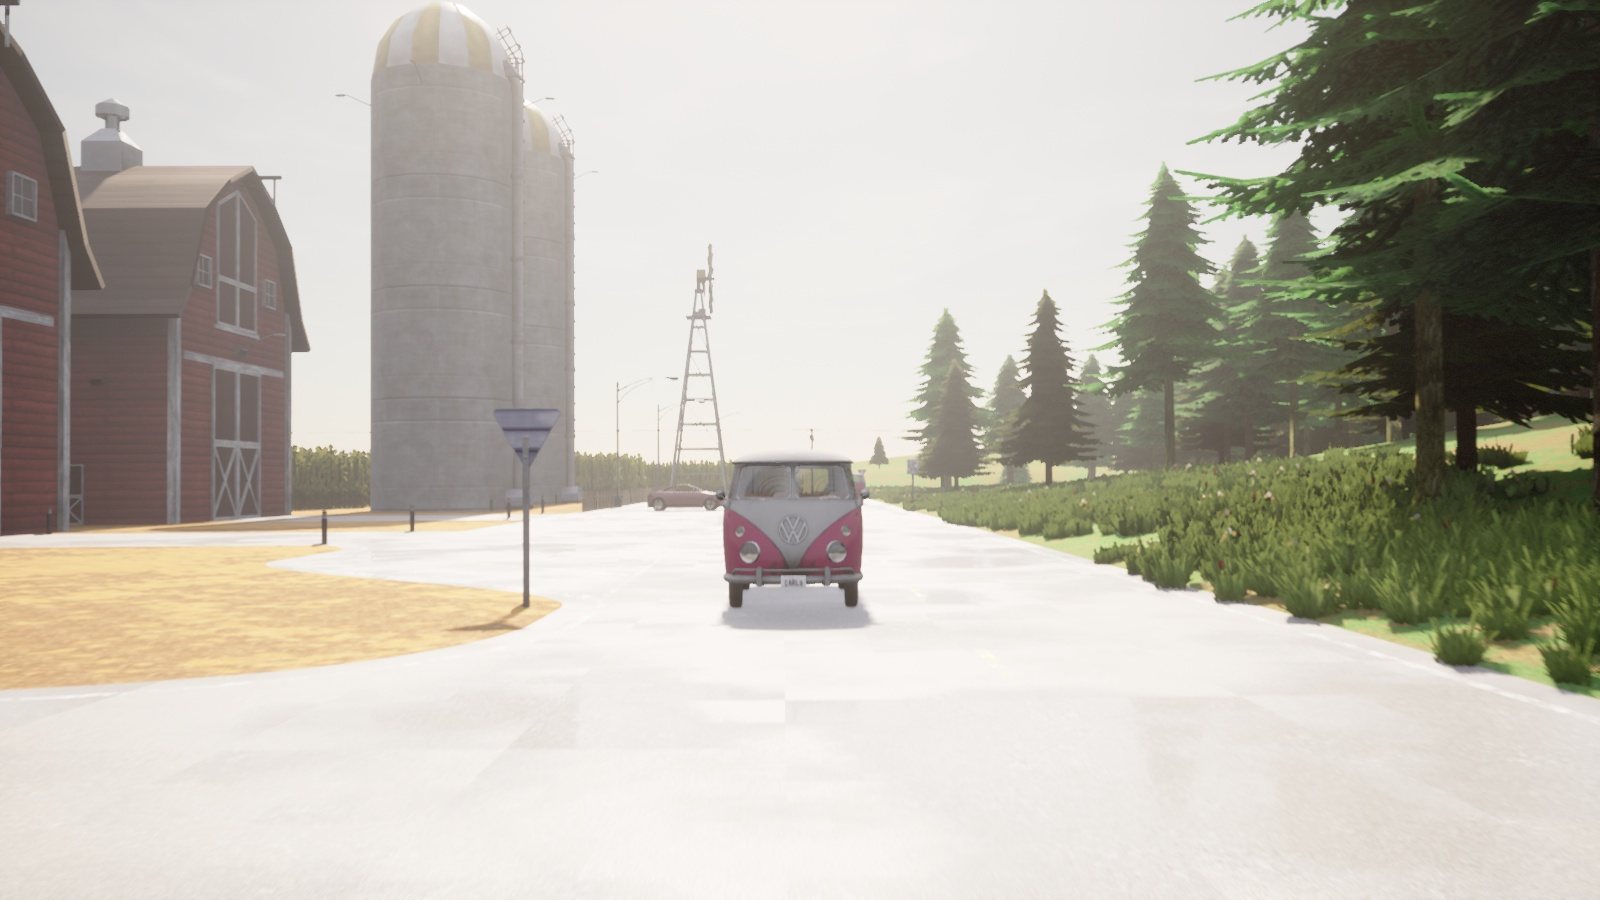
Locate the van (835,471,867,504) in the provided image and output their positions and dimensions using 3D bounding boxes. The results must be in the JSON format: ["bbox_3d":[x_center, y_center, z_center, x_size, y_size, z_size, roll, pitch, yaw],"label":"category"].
[{"bbox_3d":[3.178,2.359,79.296,1.775,1.987,4.442,-1,-1,0],"label":"van"}]

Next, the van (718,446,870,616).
[{"bbox_3d":[-0.083,1.011,17.134,1.775,1.987,4.442,-1,-1,0],"label":"van"}]
